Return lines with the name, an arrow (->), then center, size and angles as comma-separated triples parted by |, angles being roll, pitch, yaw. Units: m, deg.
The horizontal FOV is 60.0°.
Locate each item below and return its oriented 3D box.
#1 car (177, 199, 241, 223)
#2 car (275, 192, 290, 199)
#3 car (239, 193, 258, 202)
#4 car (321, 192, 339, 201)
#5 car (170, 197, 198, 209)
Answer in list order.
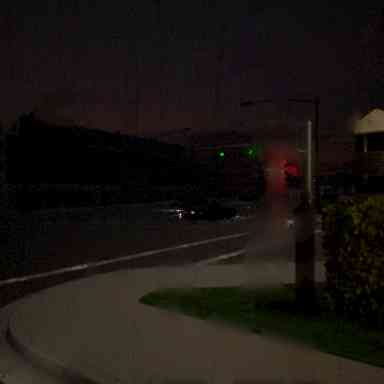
car -> 1.488, 1.514, 25.676 | 2.033, 1.411, 5.357 | 0, 1, 35
car -> 18.734, 0.679, 68.450 | 2.128, 1.511, 4.902 | 0, 0, 35
car -> 9.535, 0.900, 55.544 | 1.812, 1.442, 4.674 | 0, 2, 35
car -> 23.907, 0.740, 57.564 | 2.033, 1.411, 5.357 | 0, 1, 35
car -> -0.403, 1.358, 41.471 | 2.033, 1.411, 5.357 | 0, 1, 35
